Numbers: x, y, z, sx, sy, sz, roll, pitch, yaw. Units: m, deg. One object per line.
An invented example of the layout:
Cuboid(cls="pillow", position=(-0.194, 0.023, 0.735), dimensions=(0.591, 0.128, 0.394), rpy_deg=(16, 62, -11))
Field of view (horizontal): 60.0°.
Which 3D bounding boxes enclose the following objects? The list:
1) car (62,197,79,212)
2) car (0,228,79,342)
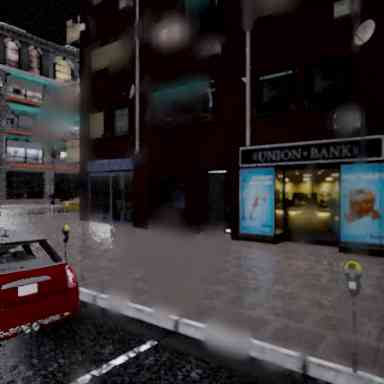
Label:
Cuboid(cls="car", position=(-8.101, 0.873, 27.023), dimensions=(1.752, 1.417, 4.829), rpy_deg=(1, 1, 36))
Cuboid(cls="car", position=(-3.819, 1.325, 5.674), dimensions=(4.097, 1.590, 1.967), rpy_deg=(1, 0, 36))
